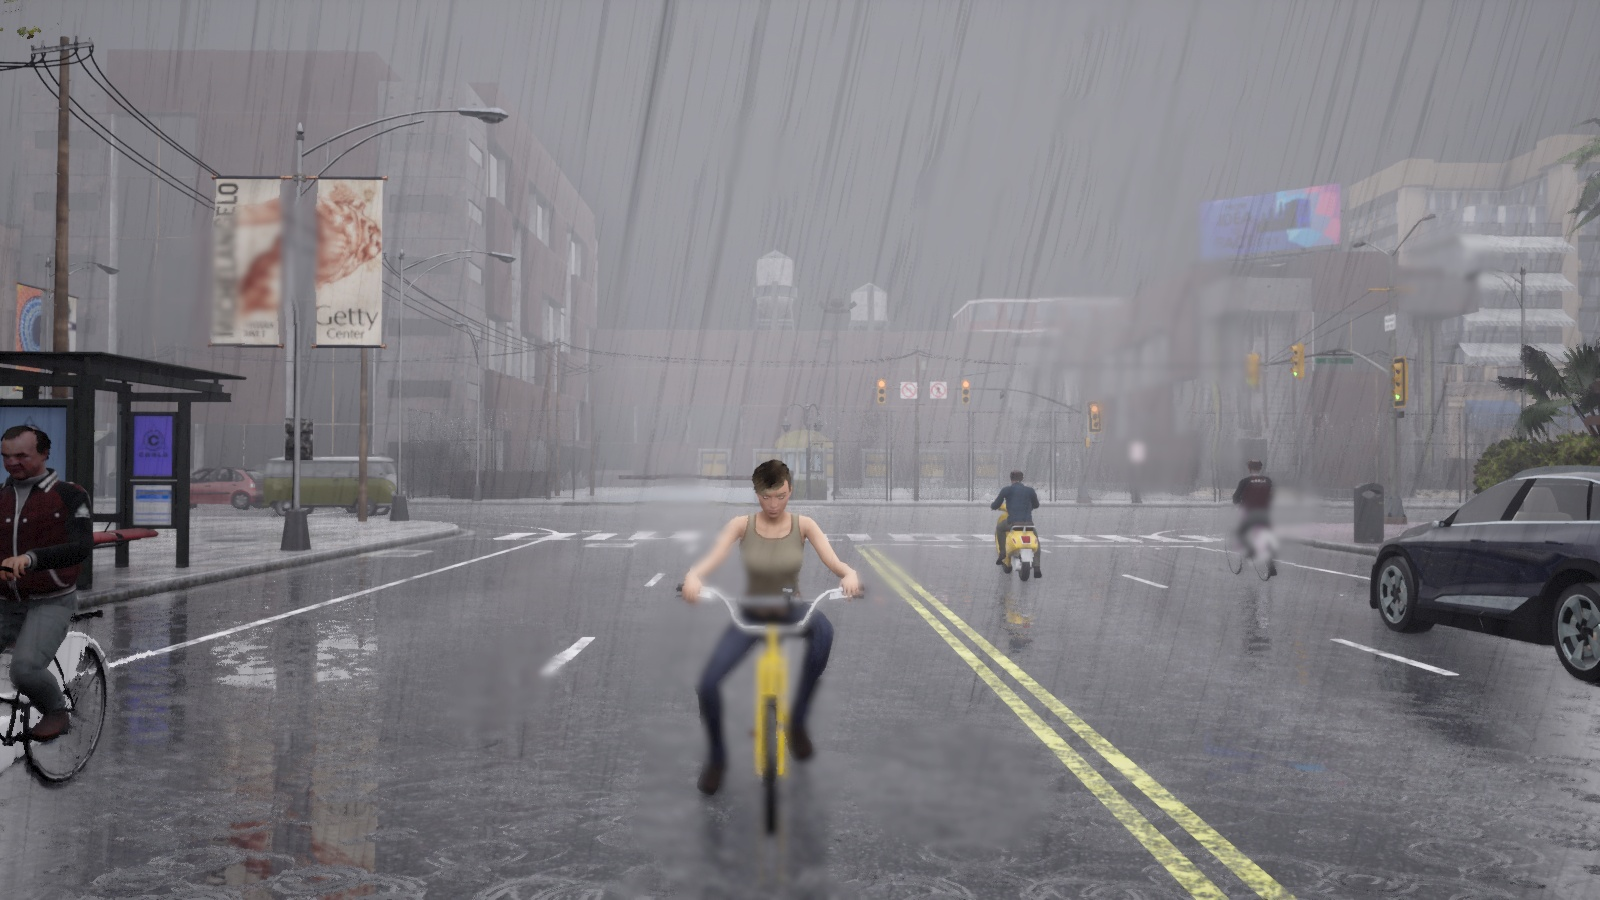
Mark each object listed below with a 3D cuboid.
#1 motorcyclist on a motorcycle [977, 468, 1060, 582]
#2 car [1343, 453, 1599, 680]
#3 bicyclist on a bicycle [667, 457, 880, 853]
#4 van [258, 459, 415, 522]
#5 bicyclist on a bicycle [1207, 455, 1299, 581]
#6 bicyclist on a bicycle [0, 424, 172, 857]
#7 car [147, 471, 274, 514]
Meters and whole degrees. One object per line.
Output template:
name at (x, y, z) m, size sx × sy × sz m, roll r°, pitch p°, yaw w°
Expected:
motorcyclist on a motorcycle at (3.196, 1.066, 18.522) m, size 0.866 × 1.590 × 1.817 m, roll 0°, pitch -1°, yaw -1°
car at (6.807, 0.896, 10.858) m, size 2.033 × 1.649 × 4.856 m, roll 0°, pitch -2°, yaw -1°
bicyclist on a bicycle at (-0.120, 0.850, 5.896) m, size 0.866 × 1.612 × 1.509 m, roll 0°, pitch -1°, yaw -1°
van at (-15.089, 1.315, 41.030) m, size 4.442 × 1.987 × 1.775 m, roll 0°, pitch -1°, yaw 0°
bicyclist on a bicycle at (6.694, 0.971, 18.659) m, size 0.659 × 1.776 × 1.843 m, roll 0°, pitch -1°, yaw -1°
bicyclist on a bicycle at (-3.621, 0.795, 5.670) m, size 0.659 × 1.776 × 1.843 m, roll 0°, pitch -1°, yaw -1°
car at (-22.486, 1.607, 47.986) m, size 3.988 × 1.617 × 1.851 m, roll 0°, pitch -1°, yaw 0°
